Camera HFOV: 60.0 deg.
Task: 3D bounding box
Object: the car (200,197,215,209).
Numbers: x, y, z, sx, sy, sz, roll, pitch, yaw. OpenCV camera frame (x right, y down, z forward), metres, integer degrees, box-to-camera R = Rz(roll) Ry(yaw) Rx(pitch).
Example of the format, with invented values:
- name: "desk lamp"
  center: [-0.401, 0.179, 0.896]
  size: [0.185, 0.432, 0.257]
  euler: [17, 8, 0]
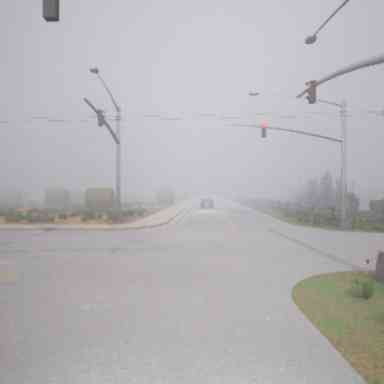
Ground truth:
- name: "car"
  center: [1.981, 1.436, 43.331]
  size: [2.128, 1.511, 4.902]
  euler: [0, 0, 3]
